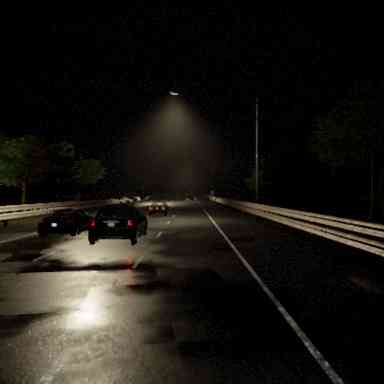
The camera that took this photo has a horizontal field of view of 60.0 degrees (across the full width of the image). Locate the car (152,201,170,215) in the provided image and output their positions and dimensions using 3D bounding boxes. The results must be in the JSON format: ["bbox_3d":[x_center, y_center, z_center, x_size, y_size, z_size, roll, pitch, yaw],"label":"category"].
[{"bbox_3d":[-3.465,1.683,35.479,2.033,1.411,5.357,0,0,0],"label":"car"}]

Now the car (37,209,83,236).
[{"bbox_3d":[-6.936,1.637,18.739,1.994,1.385,4.181,0,0,0],"label":"car"}]

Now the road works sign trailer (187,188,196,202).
[{"bbox_3d":[-0.159,0.758,86.601,2.380,3.560,2.880,0,0,0],"label":"road works sign trailer"}]

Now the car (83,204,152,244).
[{"bbox_3d":[-3.431,1.415,16.210,2.097,1.767,4.553,0,0,0],"label":"car"}]
